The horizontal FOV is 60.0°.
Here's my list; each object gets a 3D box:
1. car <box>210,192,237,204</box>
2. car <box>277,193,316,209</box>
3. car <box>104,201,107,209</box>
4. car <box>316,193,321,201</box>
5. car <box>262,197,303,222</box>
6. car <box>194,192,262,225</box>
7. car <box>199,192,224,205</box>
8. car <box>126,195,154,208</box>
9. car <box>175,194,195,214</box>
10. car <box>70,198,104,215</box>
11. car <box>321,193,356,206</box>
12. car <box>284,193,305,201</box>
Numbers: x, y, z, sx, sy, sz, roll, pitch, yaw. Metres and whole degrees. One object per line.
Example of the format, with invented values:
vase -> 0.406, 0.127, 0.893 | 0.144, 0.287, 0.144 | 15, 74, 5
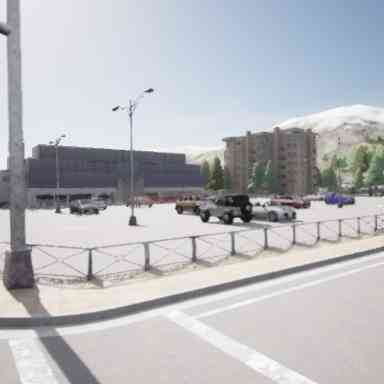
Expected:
car -> 5.256, 0.990, 55.523 | 1.932, 1.855, 4.605 | -1, 0, -36
car -> 10.877, 1.091, 36.769 | 2.007, 1.523, 4.514 | -1, 0, -36
car -> -12.269, 1.490, 42.019 | 1.970, 1.475, 3.806 | -1, 0, -36
car -> 22.340, 0.928, 58.491 | 1.970, 1.475, 3.806 | -1, 0, -36
car -> 5.327, 1.277, 23.214 | 1.970, 1.475, 3.806 | -1, 0, -36
car -> 2.265, 1.056, 21.770 | 1.905, 1.878, 3.866 | -1, 0, -36
car -> 3.137, 1.014, 53.492 | 1.905, 1.878, 3.866 | -1, 0, -36
car -> -7.249, 1.307, 46.026 | 2.152, 1.636, 5.027 | -1, 0, -36
car -> 0.344, 1.109, 30.078 | 1.932, 1.855, 4.605 | -1, 0, -36
car -> -11.129, 1.539, 34.157 | 2.007, 1.523, 4.514 | -1, 0, -36
car -> 19.015, 0.943, 42.566 | 1.845, 1.501, 3.633 | -1, 0, -36
car -> 20.430, 0.950, 66.256 | 1.845, 1.501, 3.633 | -1, 0, -36
